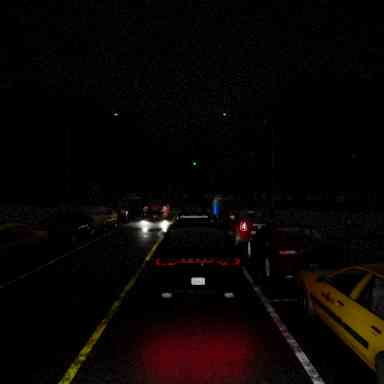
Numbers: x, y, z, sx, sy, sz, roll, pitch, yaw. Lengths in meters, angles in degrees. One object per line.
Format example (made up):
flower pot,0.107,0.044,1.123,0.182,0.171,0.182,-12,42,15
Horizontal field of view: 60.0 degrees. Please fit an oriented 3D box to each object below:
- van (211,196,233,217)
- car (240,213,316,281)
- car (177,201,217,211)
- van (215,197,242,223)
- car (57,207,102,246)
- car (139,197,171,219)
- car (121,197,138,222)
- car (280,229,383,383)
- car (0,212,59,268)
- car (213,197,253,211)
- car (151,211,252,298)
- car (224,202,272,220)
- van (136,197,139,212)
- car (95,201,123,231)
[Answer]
van,2.754,1.346,31.486,1.690,1.788,3.998,0,0,0
car,2.758,1.545,9.735,1.887,1.381,4.507,0,0,0
car,0.093,1.494,19.587,2.128,1.511,4.902,0,0,0
van,2.755,1.344,26.048,1.690,1.788,3.998,0,0,0
car,-5.768,1.567,15.171,1.947,1.339,4.313,0,0,0
car,-3.006,1.385,28.899,2.097,1.767,4.553,0,0,0
car,-5.770,1.443,26.046,1.967,1.590,4.097,0,0,0
car,2.759,1.525,4.467,1.752,1.417,4.829,0,0,0
car,-5.767,1.526,9.564,1.752,1.417,4.829,0,0,0
car,2.756,1.317,20.611,2.192,1.841,5.009,0,0,0
car,0.093,1.478,8.559,1.882,1.535,5.008,0,0,0
car,2.757,1.441,15.173,1.967,1.590,4.097,0,0,0
van,-5.771,1.346,31.484,1.690,1.788,3.998,0,0,0
car,-5.769,1.527,20.439,1.752,1.417,4.829,0,0,0
